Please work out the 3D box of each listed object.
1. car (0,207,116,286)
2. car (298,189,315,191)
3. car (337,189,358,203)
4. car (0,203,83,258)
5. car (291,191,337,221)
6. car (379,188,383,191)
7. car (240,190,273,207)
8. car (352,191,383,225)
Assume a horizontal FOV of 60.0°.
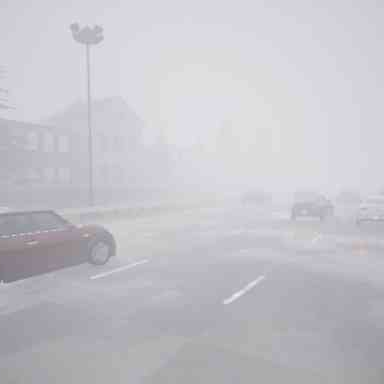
[{"bbox_3d":[-4.081,1.180,8.370,2.097,1.767,4.553,0,2,32],"label":"car"},{"bbox_3d":[11.803,0.387,34.077,2.128,1.511,4.902,0,2,32],"label":"car"},{"bbox_3d":[16.135,0.387,34.428,1.994,1.385,4.181,0,2,32],"label":"car"},{"bbox_3d":[-6.346,1.284,11.365,1.837,1.490,4.892,0,2,32],"label":"car"},{"bbox_3d":[7.319,0.865,20.173,1.812,1.442,4.674,0,2,31],"label":"car"},{"bbox_3d":[19.016,0.360,32.450,1.812,1.442,4.674,0,2,31],"label":"car"},{"bbox_3d":[6.197,0.549,31.664,1.837,1.490,4.892,0,2,32],"label":"car"},{"bbox_3d":[9.827,0.900,17.569,1.812,1.442,4.674,0,2,31],"label":"car"}]
